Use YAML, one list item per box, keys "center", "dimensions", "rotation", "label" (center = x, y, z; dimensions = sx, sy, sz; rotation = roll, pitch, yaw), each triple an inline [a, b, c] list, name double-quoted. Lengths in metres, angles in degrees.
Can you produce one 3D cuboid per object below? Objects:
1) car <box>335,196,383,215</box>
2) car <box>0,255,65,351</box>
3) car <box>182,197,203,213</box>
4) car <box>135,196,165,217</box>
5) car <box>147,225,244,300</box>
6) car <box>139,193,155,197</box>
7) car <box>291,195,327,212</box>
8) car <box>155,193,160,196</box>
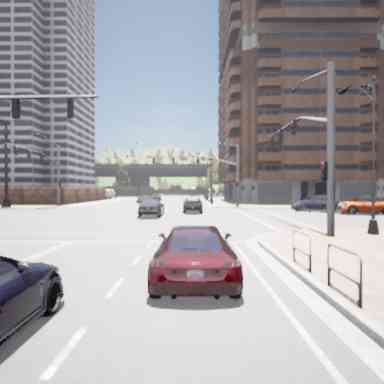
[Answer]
- center: [15.504, 1.138, 30.169]
  dimensions: [4.553, 1.767, 2.097]
  rotation: [0, 0, 0]
  label: "car"
- center: [-3.442, 1.530, 4.724]
  dimensions: [1.994, 1.385, 4.181]
  rotation: [0, 0, 0]
  label: "car"
- center: [0.081, 1.255, 33.264]
  dimensions: [2.128, 1.511, 4.902]
  rotation: [0, 0, 0]
  label: "car"
- center: [-3.418, 1.346, 28.311]
  dimensions: [2.033, 1.411, 5.357]
  rotation: [0, 0, 0]
  label: "car"
- center: [0.076, 1.504, 8.299]
  dimensions: [1.994, 1.385, 4.181]
  rotation: [0, 0, 0]
  label: "car"
- center: [-7.096, 1.176, 49.322]
  dimensions: [1.812, 1.442, 4.674]
  rotation: [0, 0, 0]
  label: "car"
- center: [12.423, 1.114, 33.692]
  dimensions: [4.553, 1.767, 2.097]
  rotation: [0, 0, 0]
  label: "car"
- center: [-7.048, 1.046, 64.520]
  dimensions: [1.837, 1.490, 4.892]
  rotation: [0, 1, 0]
  label: "car"
